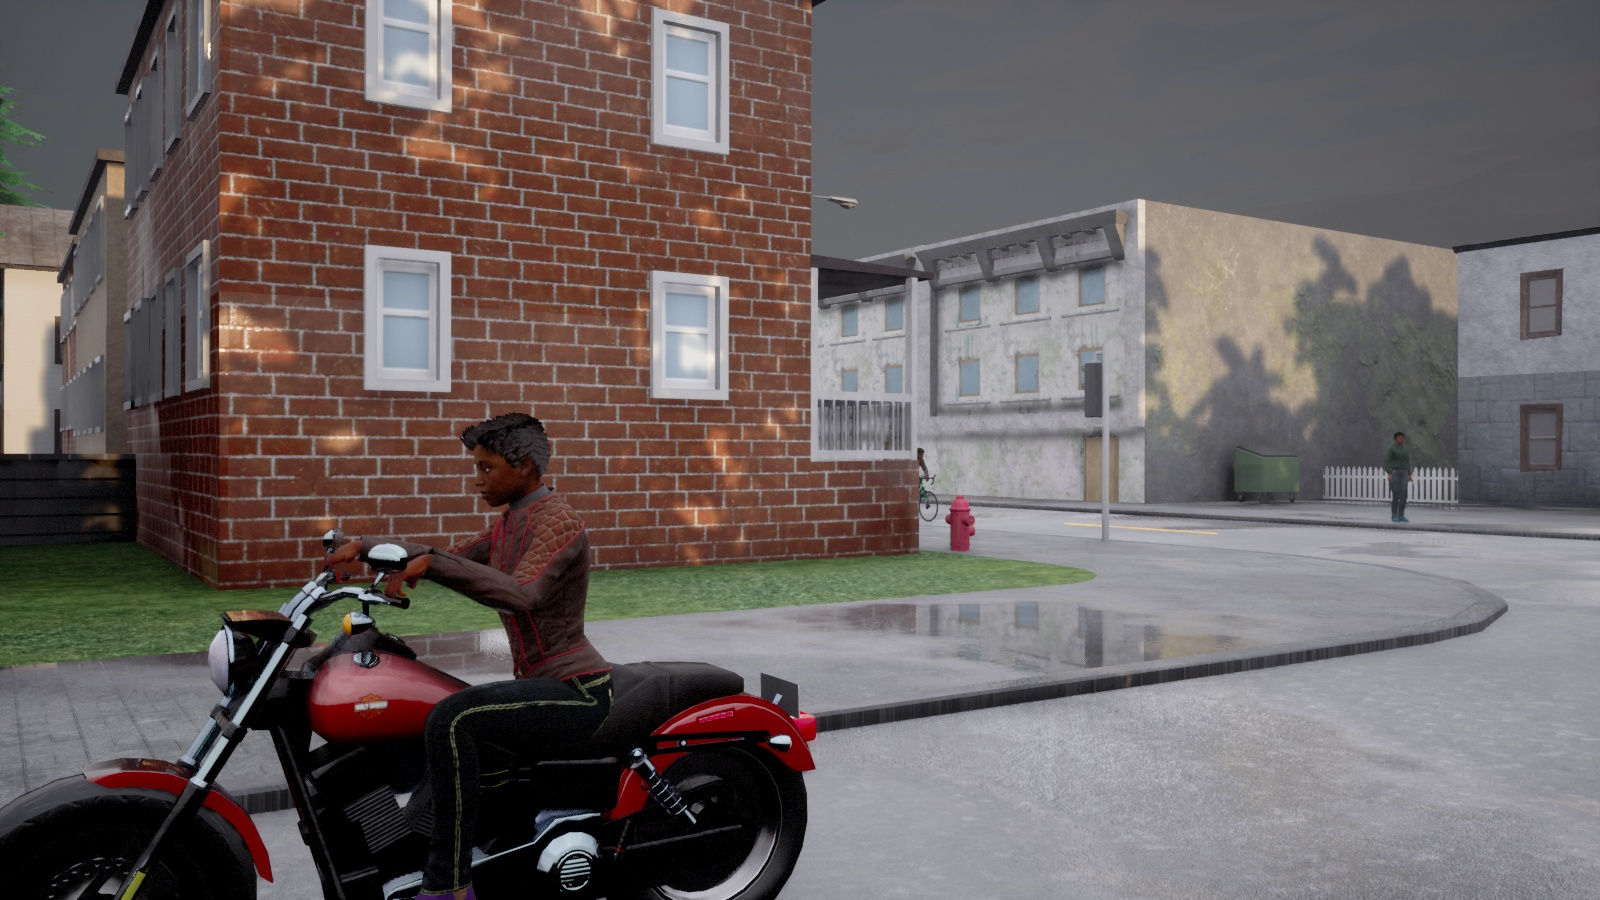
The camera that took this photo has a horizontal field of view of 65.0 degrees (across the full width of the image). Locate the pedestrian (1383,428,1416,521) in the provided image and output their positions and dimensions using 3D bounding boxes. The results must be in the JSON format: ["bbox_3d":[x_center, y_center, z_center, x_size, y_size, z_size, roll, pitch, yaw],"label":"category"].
[{"bbox_3d":[12.145,0.491,25.450,0.353,1.847,0.614,0,0,-3],"label":"pedestrian"}]

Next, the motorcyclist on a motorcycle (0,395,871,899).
[{"bbox_3d":[-1.003,0.706,3.468,2.350,1.649,0.766,0,0,-30],"label":"motorcyclist on a motorcycle"}]

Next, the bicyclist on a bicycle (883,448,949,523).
[{"bbox_3d":[2.560,0.760,27.913,0.582,1.620,1.656,0,0,-32],"label":"bicyclist on a bicycle"}]
